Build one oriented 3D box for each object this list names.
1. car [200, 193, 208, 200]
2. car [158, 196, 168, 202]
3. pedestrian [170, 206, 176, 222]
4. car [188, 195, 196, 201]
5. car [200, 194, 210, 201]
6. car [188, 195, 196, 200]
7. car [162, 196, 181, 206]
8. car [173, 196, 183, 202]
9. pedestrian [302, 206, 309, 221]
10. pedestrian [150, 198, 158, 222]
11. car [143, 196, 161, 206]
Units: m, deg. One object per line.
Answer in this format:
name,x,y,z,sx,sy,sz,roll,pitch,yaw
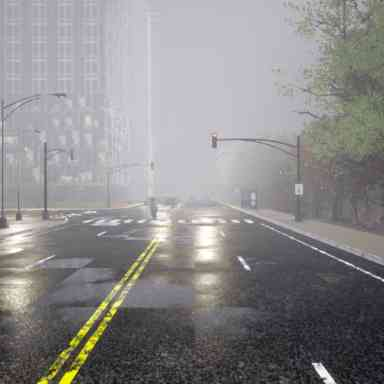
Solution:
car,3.301,1.302,92.808,2.097,1.767,4.553,0,0,0
car,-6.461,1.567,75.235,1.895,1.301,4.718,0,0,0
pedestrian,-1.365,1.566,24.275,0.375,1.300,0.375,0,0,0
car,0.046,1.520,82.809,1.994,1.385,4.181,0,0,0
car,3.296,1.322,82.777,2.097,1.767,4.553,0,0,0
car,0.051,1.487,92.840,2.033,1.411,5.357,0,0,0
car,-3.311,1.458,53.797,1.882,1.535,5.008,0,0,0
car,-3.210,1.524,75.446,1.994,1.385,4.181,0,0,0
pedestrian,8.046,1.514,23.669,0.500,1.100,0.500,0,0,0
pedestrian,-2.858,1.288,24.873,0.375,1.860,0.375,0,0,0
car,-6.557,1.507,53.505,1.812,1.442,4.674,0,0,1
